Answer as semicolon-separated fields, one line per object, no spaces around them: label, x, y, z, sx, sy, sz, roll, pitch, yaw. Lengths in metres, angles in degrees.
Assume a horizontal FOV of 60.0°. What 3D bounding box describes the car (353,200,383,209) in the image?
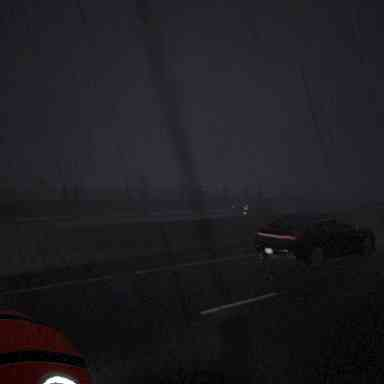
car;14.863;1.466;27.463;4.892;1.490;1.837;0;0;-35

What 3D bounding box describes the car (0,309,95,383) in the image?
car;-2.794;1.355;1.718;4.553;1.767;2.097;0;0;-36

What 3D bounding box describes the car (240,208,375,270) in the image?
car;4.192;1.479;11.027;4.902;1.511;2.128;0;0;-35

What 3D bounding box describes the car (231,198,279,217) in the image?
car;5.580;1.323;29.449;4.553;1.767;2.097;0;0;-35
